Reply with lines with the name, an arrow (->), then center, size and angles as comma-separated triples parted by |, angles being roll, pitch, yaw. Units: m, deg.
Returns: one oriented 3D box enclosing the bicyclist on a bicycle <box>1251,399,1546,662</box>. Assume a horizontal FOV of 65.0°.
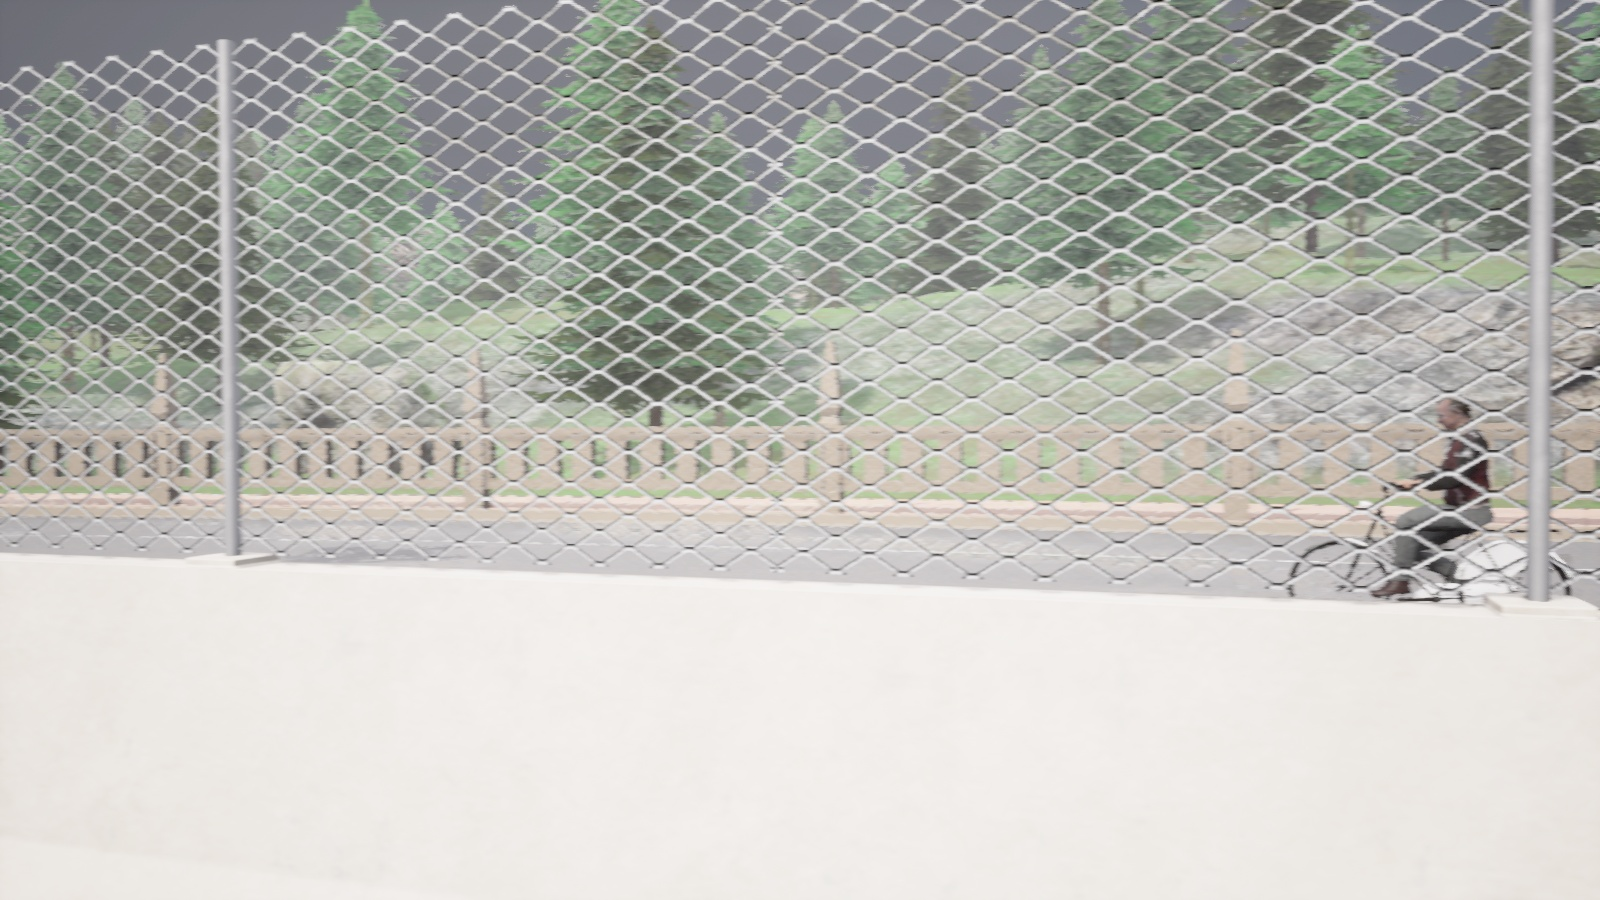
bicyclist on a bicycle -> 4.254, 0.527, 9.083 | 1.843, 1.776, 0.659 | 1, 2, 19
